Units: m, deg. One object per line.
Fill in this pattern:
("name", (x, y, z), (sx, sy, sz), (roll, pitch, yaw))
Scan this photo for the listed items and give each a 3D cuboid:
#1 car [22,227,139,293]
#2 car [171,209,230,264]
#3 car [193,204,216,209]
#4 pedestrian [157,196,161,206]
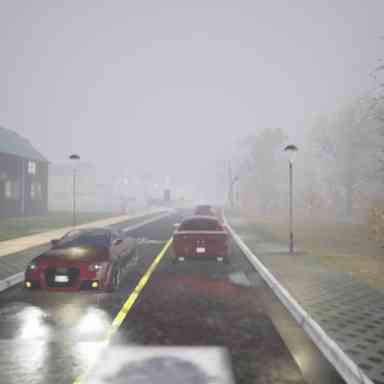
("car", (-2.708, 1.658, 8.996), (1.994, 1.385, 4.181), (0, -1, 1))
("car", (0.327, 1.612, 12.470), (1.882, 1.535, 5.008), (0, 0, 1))
("car", (1.130, 1.860, 29.974), (1.837, 1.490, 4.892), (0, -1, 4))
("pedestrian", (-6.050, 1.594, 60.763), (0.375, 1.860, 0.375), (0, -4, 5))
